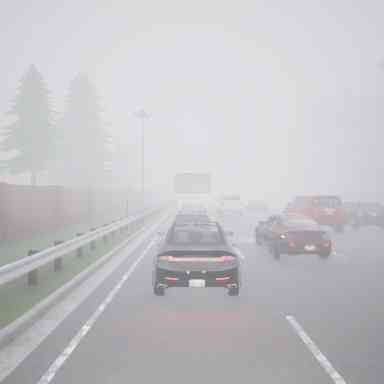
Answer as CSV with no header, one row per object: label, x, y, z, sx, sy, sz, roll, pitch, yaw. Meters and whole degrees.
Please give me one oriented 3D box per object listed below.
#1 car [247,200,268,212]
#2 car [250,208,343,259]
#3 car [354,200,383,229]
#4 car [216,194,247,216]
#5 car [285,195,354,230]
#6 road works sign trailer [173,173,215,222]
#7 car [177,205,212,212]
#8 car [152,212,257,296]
car,7.073,1.563,36.686,1.994,1.385,4.181,0,0,0
car,3.591,1.525,12.413,1.812,1.442,4.674,0,0,0
car,10.583,1.353,21.489,2.097,1.767,4.553,0,0,0
car,3.577,1.217,32.369,2.150,2.045,5.566,0,-1,0
car,7.086,1.215,19.778,2.150,2.045,5.566,0,-1,0
road works sign trailer,0.056,0.464,22.989,2.380,3.560,2.880,0,0,-2
car,0.110,1.474,19.069,1.882,1.535,5.008,0,0,4
car,0.094,1.491,8.648,2.128,1.511,4.902,0,0,0
